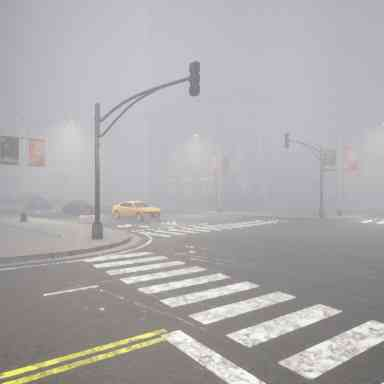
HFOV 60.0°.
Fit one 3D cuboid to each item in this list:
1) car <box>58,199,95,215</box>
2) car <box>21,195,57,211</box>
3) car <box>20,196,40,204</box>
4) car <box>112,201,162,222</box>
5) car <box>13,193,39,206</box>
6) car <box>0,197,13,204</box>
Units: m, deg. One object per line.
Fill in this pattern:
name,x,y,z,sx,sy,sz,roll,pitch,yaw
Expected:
car,-11.477,1.552,33.698,4.181,1.385,1.994,0,0,45
car,-19.064,1.488,41.312,1.837,1.490,4.892,0,0,-45
car,-30.116,1.455,61.843,1.882,1.535,5.008,0,0,-45
car,-4.464,1.470,26.675,1.882,1.535,5.008,0,0,-45
car,-26.185,1.200,53.311,5.566,2.045,2.150,0,0,45
car,-33.770,1.534,60.902,1.994,1.385,4.181,0,0,-45
